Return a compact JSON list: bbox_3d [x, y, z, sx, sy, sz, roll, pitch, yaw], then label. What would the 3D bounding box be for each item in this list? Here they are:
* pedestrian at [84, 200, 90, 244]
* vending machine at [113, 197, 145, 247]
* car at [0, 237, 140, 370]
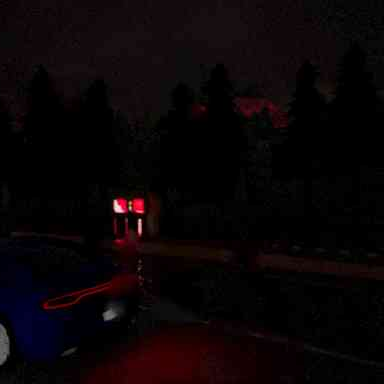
[{"bbox_3d":[-4.379,1.247,14.078,0.375,1.860,0.375,-1,0,29],"label":"pedestrian"},{"bbox_3d":[-2.818,1.293,14.868,0.880,2.100,1.100,-1,0,30],"label":"vending machine"},{"bbox_3d":[-3.201,1.532,5.814,5.008,1.535,1.882,-1,0,32],"label":"car"}]
